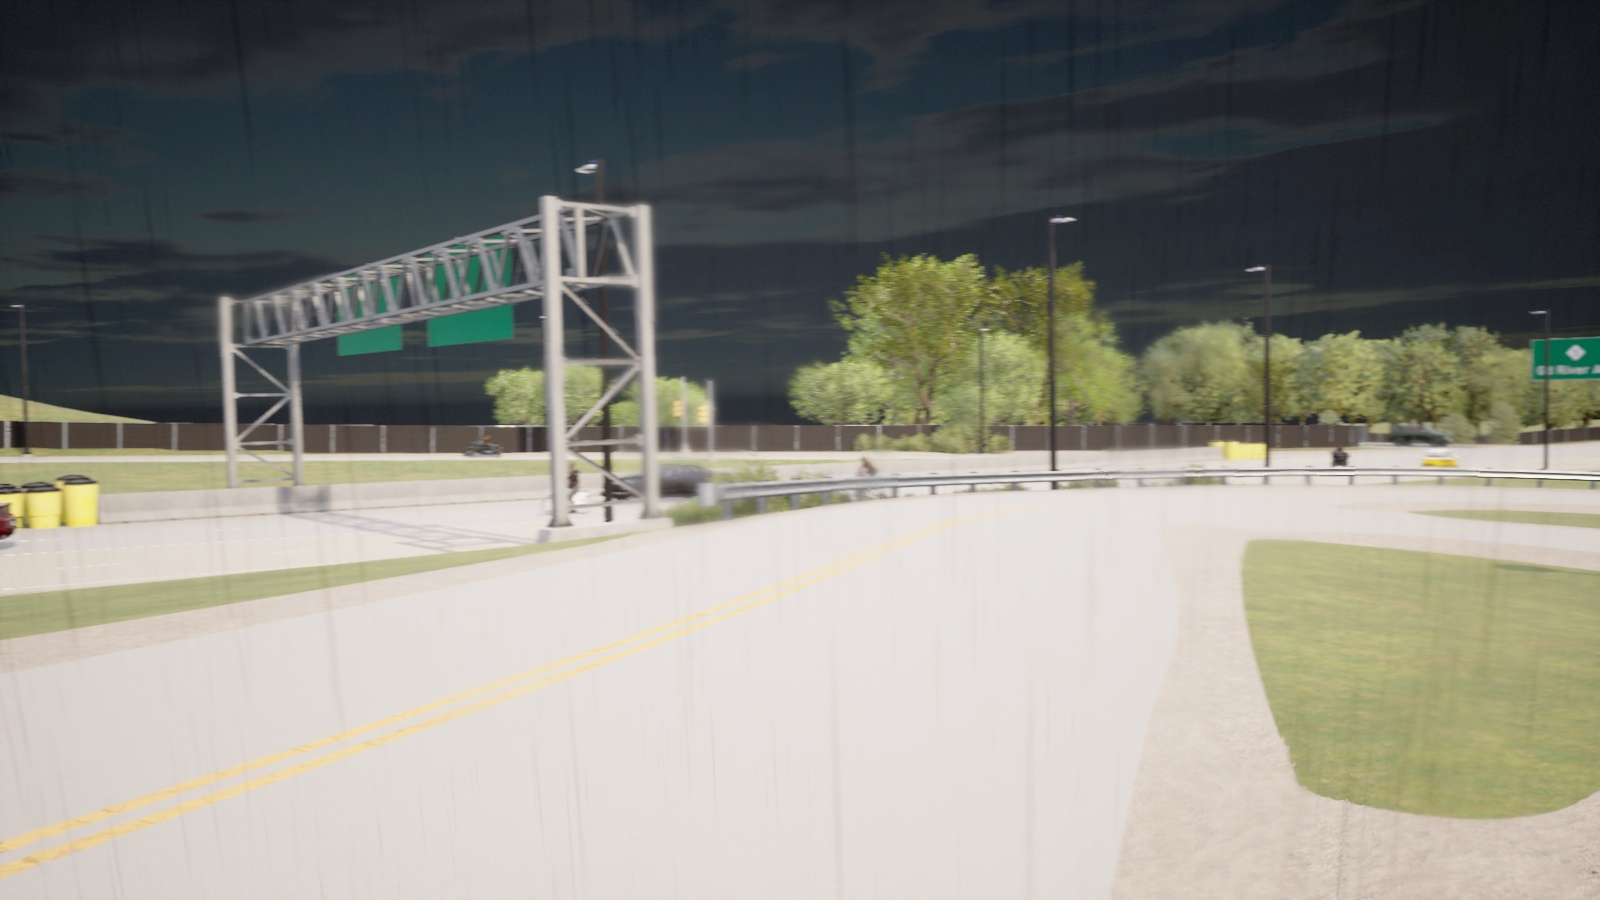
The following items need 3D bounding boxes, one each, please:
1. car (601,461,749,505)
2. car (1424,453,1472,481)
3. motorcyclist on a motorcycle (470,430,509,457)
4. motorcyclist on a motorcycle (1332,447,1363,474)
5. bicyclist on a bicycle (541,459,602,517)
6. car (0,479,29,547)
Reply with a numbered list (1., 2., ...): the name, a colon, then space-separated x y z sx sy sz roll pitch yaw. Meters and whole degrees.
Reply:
1. car: -4.697 1.216 47.615 5.357 1.411 2.033 -1 2 -40
2. car: 34.295 0.886 66.427 2.207 1.376 1.481 -1 2 -40
3. motorcyclist on a motorcycle: -19.348 -0.421 78.279 2.350 1.649 0.766 0 2 -13
4. motorcyclist on a motorcycle: 32.180 0.593 73.770 2.044 1.523 0.797 -1 2 -40
5. bicyclist on a bicycle: -7.416 1.216 40.792 1.843 1.776 0.659 -1 2 -40
6. car: -21.579 1.542 30.130 5.008 1.535 1.882 0 2 -22
